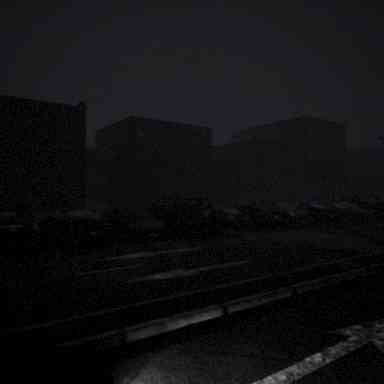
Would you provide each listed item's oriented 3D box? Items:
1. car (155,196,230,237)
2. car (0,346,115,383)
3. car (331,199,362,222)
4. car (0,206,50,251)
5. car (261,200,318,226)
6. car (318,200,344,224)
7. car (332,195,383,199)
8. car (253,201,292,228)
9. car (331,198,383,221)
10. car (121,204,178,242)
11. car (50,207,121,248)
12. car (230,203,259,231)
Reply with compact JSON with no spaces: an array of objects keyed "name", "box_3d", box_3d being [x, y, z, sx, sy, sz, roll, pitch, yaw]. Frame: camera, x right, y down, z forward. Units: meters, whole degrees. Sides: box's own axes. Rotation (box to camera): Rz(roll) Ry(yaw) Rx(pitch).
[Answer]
[{"name":"car","box_3d":[-0.843,1.233,18.281,2.435,2.045,5.566,0,0,-36]},{"name":"car","box_3d":[-2.736,1.547,1.182,5.357,1.411,2.033,0,0,-35]},{"name":"car","box_3d":[10.381,1.561,26.281,2.002,1.452,4.674,0,0,-36]},{"name":"car","box_3d":[-7.534,1.348,13.417,2.185,1.767,4.553,0,0,-36]},{"name":"car","box_3d":[5.881,1.377,23.100,2.185,1.767,4.553,0,0,-36]},{"name":"car","box_3d":[8.144,1.510,24.675,2.097,1.535,5.008,0,0,-36]},{"name":"car","box_3d":[14.878,1.305,29.470,2.435,2.045,5.566,1,0,-36]},{"name":"car","box_3d":[3.639,1.526,21.492,2.163,1.488,4.792,0,0,-36]},{"name":"car","box_3d":[12.730,1.531,27.738,1.946,1.575,5.366,0,0,-36]},{"name":"car","box_3d":[-3.053,1.509,16.628,2.163,1.488,4.792,0,0,-36]},{"name":"car","box_3d":[-5.307,1.476,15.043,2.097,1.535,5.008,0,0,-36]},{"name":"car","box_3d":[1.416,1.530,19.861,2.002,1.452,4.674,0,0,-36]}]
